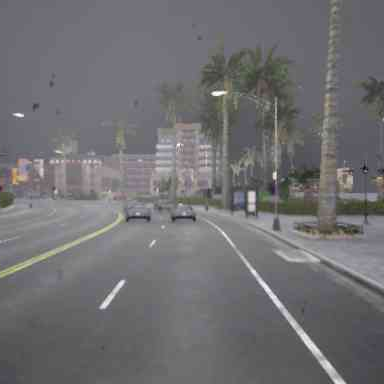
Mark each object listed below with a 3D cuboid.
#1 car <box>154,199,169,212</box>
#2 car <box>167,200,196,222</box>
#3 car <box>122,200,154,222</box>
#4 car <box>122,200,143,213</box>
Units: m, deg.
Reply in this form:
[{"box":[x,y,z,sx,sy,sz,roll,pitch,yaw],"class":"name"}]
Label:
[{"box":[-3.418,1.575,39.484,2.128,1.511,4.902,0,0,-17],"class":"car"},{"box":[-0.811,1.622,27.438,1.994,1.385,4.181,0,0,-6],"class":"car"},{"box":[-4.345,1.622,27.386,1.994,1.385,4.181,0,0,-7],"class":"car"},{"box":[-7.112,1.647,39.445,1.994,1.385,4.181,0,0,-17],"class":"car"}]
